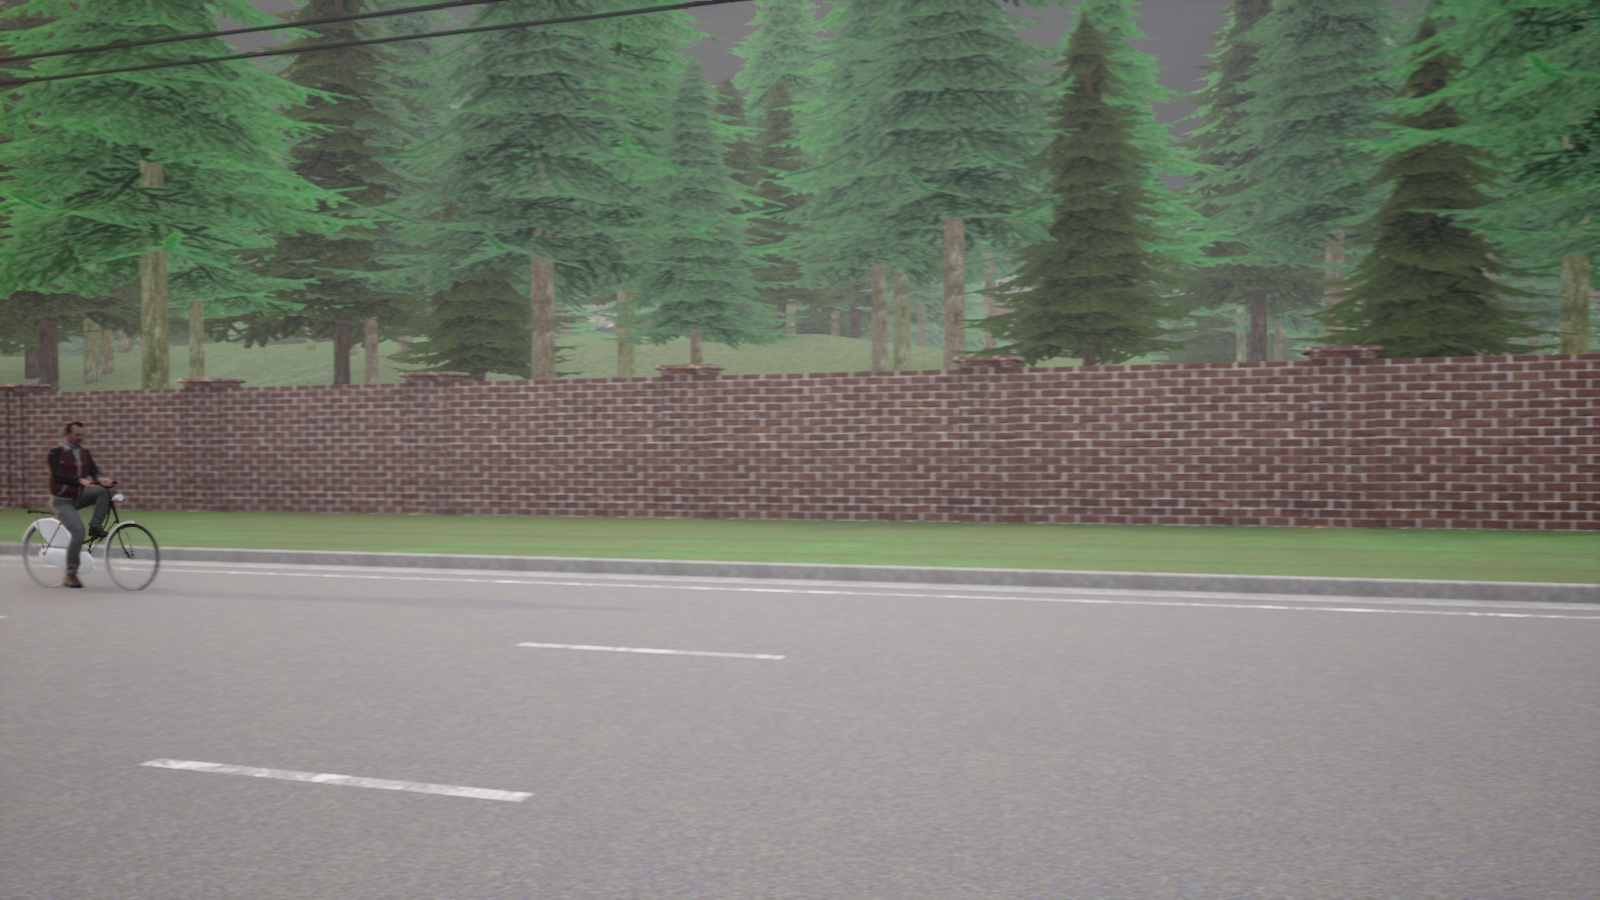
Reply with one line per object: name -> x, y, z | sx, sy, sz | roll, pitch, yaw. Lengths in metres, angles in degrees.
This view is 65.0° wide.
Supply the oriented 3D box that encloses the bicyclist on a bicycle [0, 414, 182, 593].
bicyclist on a bicycle -> -7.428, 0.526, 13.074 | 1.843, 1.776, 0.659 | 0, 1, 19
